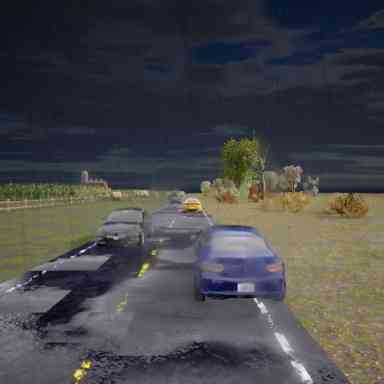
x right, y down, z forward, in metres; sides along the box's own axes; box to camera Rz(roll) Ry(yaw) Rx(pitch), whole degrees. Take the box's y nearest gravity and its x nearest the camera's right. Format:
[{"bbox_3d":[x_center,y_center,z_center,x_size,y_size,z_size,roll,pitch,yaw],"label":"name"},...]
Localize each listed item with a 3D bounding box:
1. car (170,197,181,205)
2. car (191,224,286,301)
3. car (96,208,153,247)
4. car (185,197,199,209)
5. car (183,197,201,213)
[{"bbox_3d":[-2.832,1.535,57.623,2.033,1.411,5.357,0,0,0],"label":"car"},{"bbox_3d":[0.951,1.524,8.174,1.812,1.442,4.674,0,0,0],"label":"car"},{"bbox_3d":[-2.872,1.501,14.981,1.837,1.490,4.892,0,0,0],"label":"car"},{"bbox_3d":[-0.041,1.467,47.244,1.882,1.535,5.008,0,0,1],"label":"car"},{"bbox_3d":[0.026,1.469,37.064,1.882,1.535,5.008,0,0,0],"label":"car"}]
